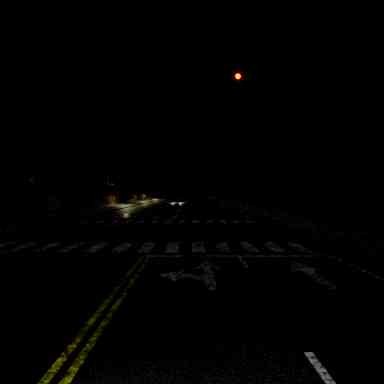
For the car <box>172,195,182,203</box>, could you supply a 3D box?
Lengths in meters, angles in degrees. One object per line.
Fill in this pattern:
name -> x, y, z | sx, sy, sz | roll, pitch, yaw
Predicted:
car -> -3.164, 1.439, 68.930 | 1.882, 1.535, 5.008 | 0, 0, 0
